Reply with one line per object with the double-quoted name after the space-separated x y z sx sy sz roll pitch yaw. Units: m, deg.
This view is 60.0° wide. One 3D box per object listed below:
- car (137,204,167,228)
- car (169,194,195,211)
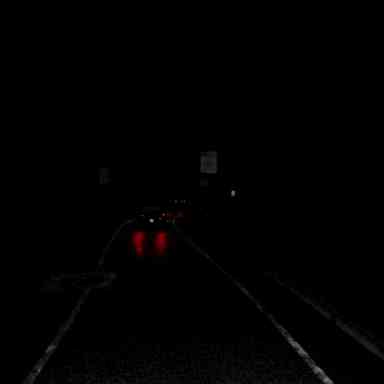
-2.641 1.517 22.185 1.812 1.442 4.674 -1 0 -6 "car"
-1.175 1.260 41.390 2.150 2.045 5.566 1 -1 15 "car"
